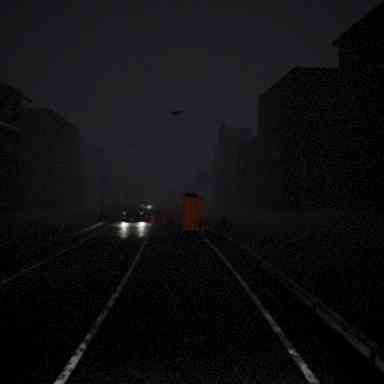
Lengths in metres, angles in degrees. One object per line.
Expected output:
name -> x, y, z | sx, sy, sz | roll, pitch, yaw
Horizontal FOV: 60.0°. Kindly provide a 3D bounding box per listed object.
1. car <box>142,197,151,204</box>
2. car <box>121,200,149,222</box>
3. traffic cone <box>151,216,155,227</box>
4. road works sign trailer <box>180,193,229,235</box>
car -> -9.990, 1.853, 72.748 | 1.882, 1.535, 5.008 | 0, 2, -6
car -> -5.547, 1.940, 31.999 | 2.097, 1.767, 4.553 | 0, -2, -6
traffic cone -> -2.879, 2.292, 24.562 | 0.340, 0.580, 0.340 | 0, -2, -6
road works sign trailer -> 0.362, 1.247, 19.547 | 2.880, 2.380, 3.560 | 2, -2, -15
